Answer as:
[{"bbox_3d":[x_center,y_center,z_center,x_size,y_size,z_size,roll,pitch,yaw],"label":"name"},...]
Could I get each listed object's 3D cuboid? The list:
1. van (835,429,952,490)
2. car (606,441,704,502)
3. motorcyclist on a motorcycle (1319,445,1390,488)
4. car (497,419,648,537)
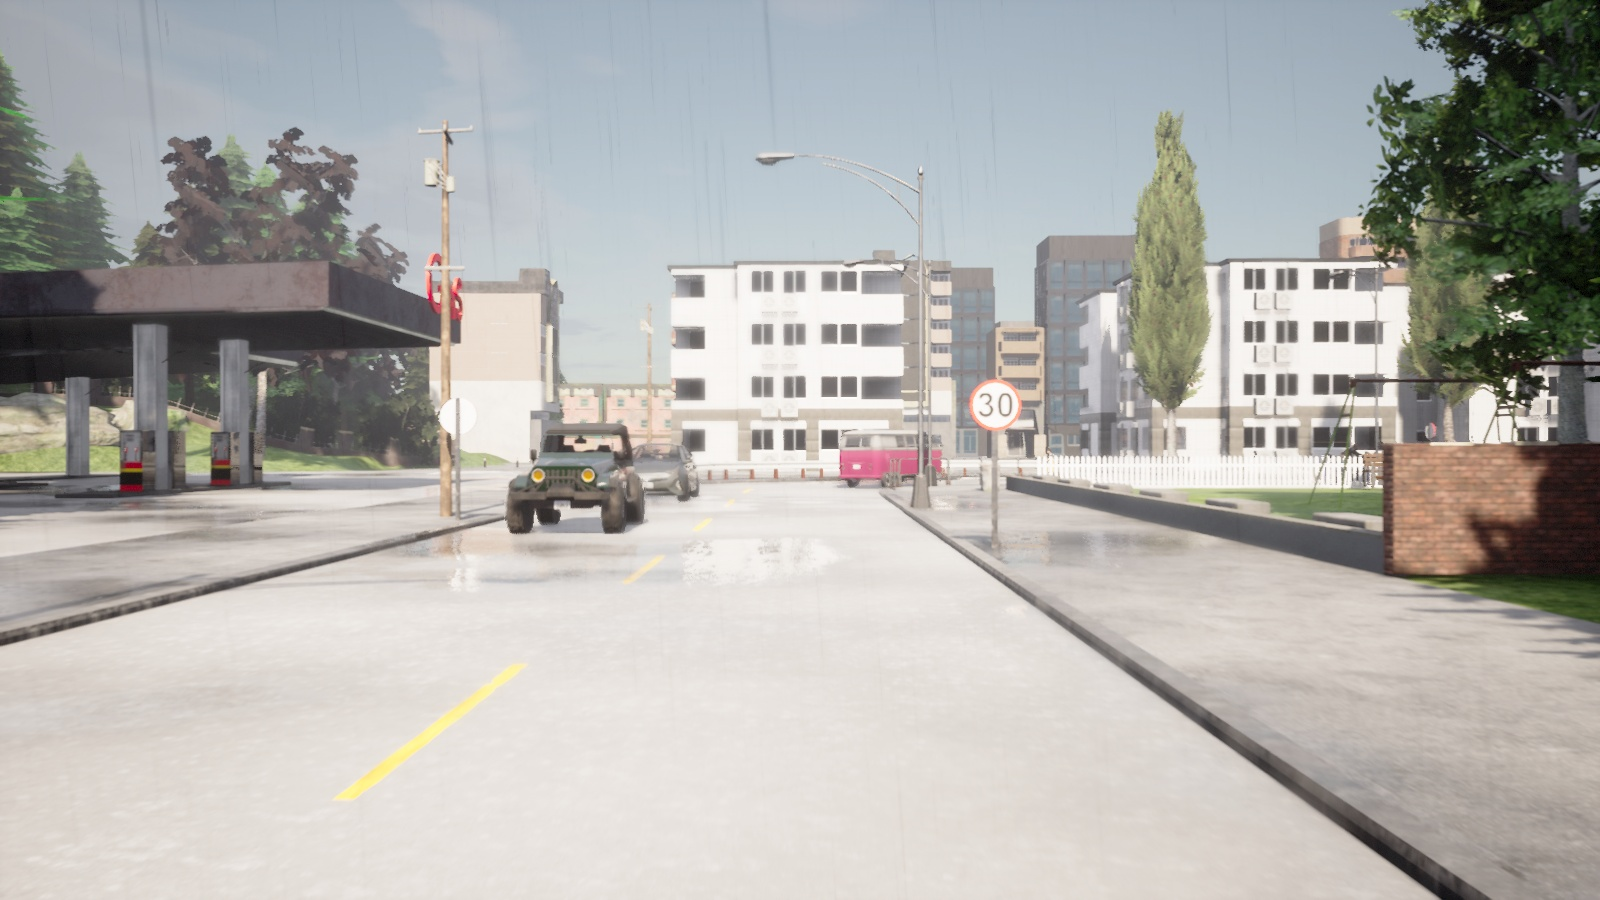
[{"bbox_3d":[3.295,0.305,43.596,1.775,1.987,4.442,0,0,41],"label":"van"},{"bbox_3d":[-3.801,0.538,33.707,2.007,1.525,4.514,0,0,2],"label":"car"},{"bbox_3d":[20.141,0.591,45.674,2.191,1.530,0.866,0,0,1],"label":"motorcyclist on a motorcycle"},{"bbox_3d":[-3.862,0.440,21.944,1.905,1.878,3.866,0,0,0],"label":"car"}]
